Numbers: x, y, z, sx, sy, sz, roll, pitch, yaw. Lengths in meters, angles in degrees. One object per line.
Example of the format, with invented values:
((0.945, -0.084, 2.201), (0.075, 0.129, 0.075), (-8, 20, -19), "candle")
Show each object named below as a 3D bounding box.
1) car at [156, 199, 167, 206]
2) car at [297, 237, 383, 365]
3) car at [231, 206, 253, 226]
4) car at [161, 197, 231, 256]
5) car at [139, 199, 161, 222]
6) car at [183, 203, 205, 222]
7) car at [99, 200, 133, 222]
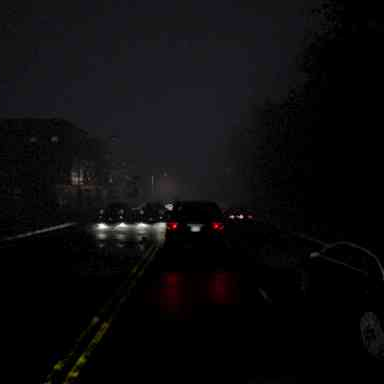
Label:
((-6.343, 2.190, 69.408), (1.812, 1.442, 4.674), (0, -1, 0), "car")
((3.343, 1.552, 5.880), (2.128, 1.511, 4.902), (0, -1, 0), "car")
((3.403, 1.799, 25.443), (2.033, 1.411, 5.357), (0, -1, 0), "car")
((0.129, 1.358, 13.809), (2.150, 2.045, 5.566), (0, -1, 0), "car")
((-3.282, 1.635, 28.892), (2.097, 1.767, 4.553), (0, -1, 0), "car")
((0.166, 1.803, 30.330), (1.837, 1.490, 4.892), (0, -1, 0), "car")
((-6.532, 1.633, 28.898), (2.097, 1.767, 4.553), (0, -1, 0), "car")
